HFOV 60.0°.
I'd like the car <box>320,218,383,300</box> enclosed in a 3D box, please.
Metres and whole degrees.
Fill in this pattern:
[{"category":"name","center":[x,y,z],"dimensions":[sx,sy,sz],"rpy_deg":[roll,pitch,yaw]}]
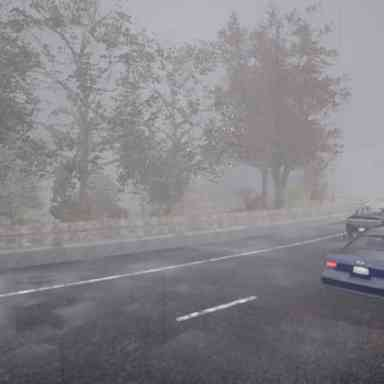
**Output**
[{"category":"car","center":[5.141,1.552,8.021],"dimensions":[5.357,1.411,2.033],"rpy_deg":[0,0,-41]}]

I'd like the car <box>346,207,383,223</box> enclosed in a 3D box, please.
[{"category":"car","center":[9.458,1.503,16.878],"dimensions":[2.128,1.511,4.902],"rpy_deg":[0,0,45]}]

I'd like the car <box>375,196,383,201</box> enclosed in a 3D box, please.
[{"category":"car","center":[46.977,1.599,82.006],"dimensions":[1.994,1.385,4.181],"rpy_deg":[0,0,3]}]
